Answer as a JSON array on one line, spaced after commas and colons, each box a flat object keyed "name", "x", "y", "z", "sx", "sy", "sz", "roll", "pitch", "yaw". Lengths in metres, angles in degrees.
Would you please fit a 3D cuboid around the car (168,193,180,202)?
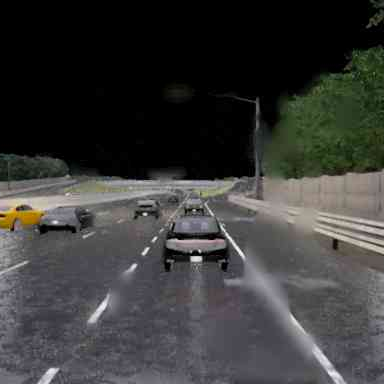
[{"name": "car", "x": -3.166, "y": 0.990, "z": 59.243, "sx": 1.837, "sy": 1.490, "sz": 4.892, "roll": 0, "pitch": 1, "yaw": 0}]

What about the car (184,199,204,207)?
[{"name": "car", "x": 0.211, "y": 1.365, "z": 32.336, "sx": 1.895, "sy": 1.301, "sz": 4.718, "roll": 0, "pitch": 1, "yaw": 0}]

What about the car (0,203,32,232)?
[{"name": "car", "x": -10.357, "y": 1.378, "z": 19.342, "sx": 1.882, "sy": 1.535, "sz": 5.008, "roll": 0, "pitch": 1, "yaw": 0}]

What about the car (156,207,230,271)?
[{"name": "car", "x": 0.115, "y": 1.465, "z": 10.847, "sx": 2.128, "sy": 1.511, "sz": 4.902, "roll": 0, "pitch": 0, "yaw": 0}]

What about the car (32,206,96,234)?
[{"name": "car", "x": -6.860, "y": 1.471, "z": 18.713, "sx": 1.994, "sy": 1.385, "sz": 4.181, "roll": 0, "pitch": 1, "yaw": 0}]

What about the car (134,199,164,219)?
[{"name": "car", "x": -3.423, "y": 1.329, "z": 26.764, "sx": 1.837, "sy": 1.490, "sz": 4.892, "roll": 0, "pitch": 1, "yaw": 0}]
